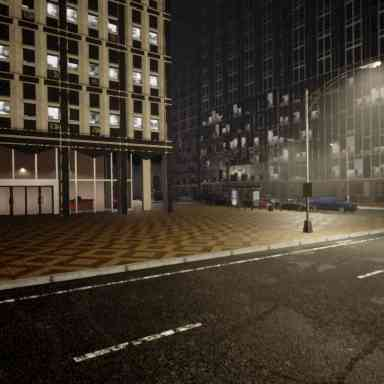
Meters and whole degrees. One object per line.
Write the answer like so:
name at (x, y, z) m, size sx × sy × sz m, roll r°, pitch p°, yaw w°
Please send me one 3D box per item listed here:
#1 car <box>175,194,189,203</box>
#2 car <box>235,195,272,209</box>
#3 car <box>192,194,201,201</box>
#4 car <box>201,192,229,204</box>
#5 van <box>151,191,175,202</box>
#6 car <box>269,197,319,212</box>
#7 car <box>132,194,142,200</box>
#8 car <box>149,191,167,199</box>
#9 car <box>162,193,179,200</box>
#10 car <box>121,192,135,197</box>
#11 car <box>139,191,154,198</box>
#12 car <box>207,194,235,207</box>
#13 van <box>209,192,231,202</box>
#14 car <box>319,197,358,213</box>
car at (-2.450, 1.089, 59.406) m, size 1.812 × 1.442 × 4.674 m, roll -1°, pitch 2°, yaw -34°
car at (7.570, 1.387, 40.003) m, size 1.802 × 1.307 × 4.206 m, roll -1°, pitch 1°, yaw -35°
car at (1.668, 1.042, 63.539) m, size 1.802 × 1.307 × 4.206 m, roll -1°, pitch 1°, yaw -35°
car at (3.877, 1.019, 50.124) m, size 2.097 × 1.767 × 4.553 m, roll -1°, pitch 1°, yaw -34°
van at (-5.233, 0.936, 58.784) m, size 1.690 × 1.788 × 3.998 m, roll 0°, pitch 1°, yaw -35°
car at (10.781, 1.423, 35.310) m, size 1.947 × 1.339 × 4.313 m, roll -1°, pitch 1°, yaw -35°
car at (-11.683, 1.038, 68.147) m, size 2.008 × 1.369 × 4.403 m, roll 0°, pitch 1°, yaw -35°
car at (-8.005, 0.613, 77.577) m, size 2.192 × 1.841 × 5.009 m, roll 0°, pitch 1°, yaw -35°
car at (-4.781, 0.934, 72.900) m, size 1.802 × 1.307 × 4.206 m, roll 0°, pitch 1°, yaw -35°
car at (-17.678, 0.687, 91.621) m, size 2.008 × 1.369 × 4.403 m, roll 0°, pitch 1°, yaw -35°
car at (-11.230, 0.685, 82.259) m, size 1.967 × 1.590 × 4.097 m, roll 0°, pitch 1°, yaw -35°
car at (4.394, 1.318, 44.716) m, size 1.947 × 1.339 × 4.313 m, roll -1°, pitch 1°, yaw -35°
van at (4.891, 0.854, 58.855) m, size 1.690 × 1.788 × 3.998 m, roll -1°, pitch 1°, yaw -35°
car at (14.577, 1.316, 34.577) m, size 1.882 × 1.535 × 5.008 m, roll -1°, pitch 1°, yaw -35°
